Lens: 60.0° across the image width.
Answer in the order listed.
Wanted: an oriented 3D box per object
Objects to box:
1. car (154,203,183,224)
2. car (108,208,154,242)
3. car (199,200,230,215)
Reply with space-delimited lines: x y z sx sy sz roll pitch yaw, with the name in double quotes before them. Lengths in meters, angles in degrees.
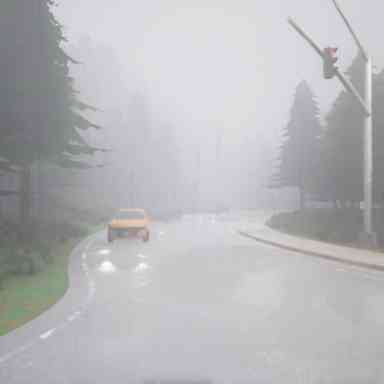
"car" -2.255 1.716 27.825 1.882 1.535 5.008 0 -1 18
"car" -3.152 1.617 17.382 1.882 1.535 5.008 0 -1 -5
"car" 2.656 1.709 38.465 2.097 1.767 4.553 0 -1 30
